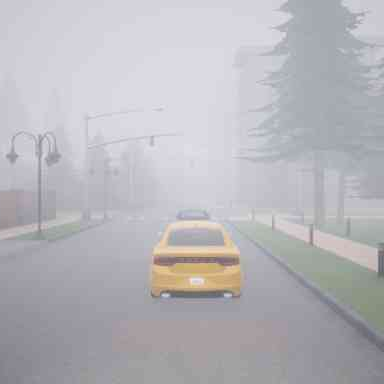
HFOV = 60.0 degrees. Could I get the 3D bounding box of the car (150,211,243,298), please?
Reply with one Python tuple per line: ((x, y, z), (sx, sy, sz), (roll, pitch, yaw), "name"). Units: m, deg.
((0.084, 1.478, 8.553), (1.882, 1.535, 5.008), (0, 0, 0), "car")
